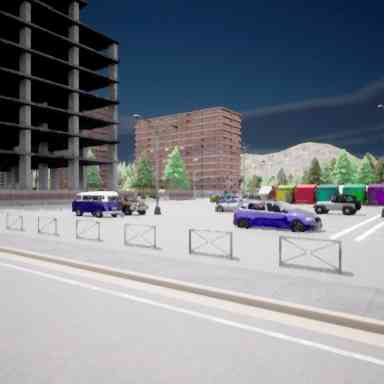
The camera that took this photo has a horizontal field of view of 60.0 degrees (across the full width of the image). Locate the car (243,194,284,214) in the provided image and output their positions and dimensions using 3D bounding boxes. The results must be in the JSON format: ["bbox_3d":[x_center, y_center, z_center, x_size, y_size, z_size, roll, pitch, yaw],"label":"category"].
[{"bbox_3d":[7.371,1.114,36.825,4.605,1.855,1.932,0,0,36],"label":"car"}]

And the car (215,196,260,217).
[{"bbox_3d":[4.156,1.356,32.266,3.806,1.475,1.970,0,0,36],"label":"car"}]

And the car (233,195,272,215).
[{"bbox_3d":[5.846,1.324,34.617,3.905,1.438,1.784,0,0,36],"label":"car"}]

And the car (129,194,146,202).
[{"bbox_3d":[-14.092,1.257,88.647,1.851,1.617,3.988,0,0,36],"label":"car"}]
